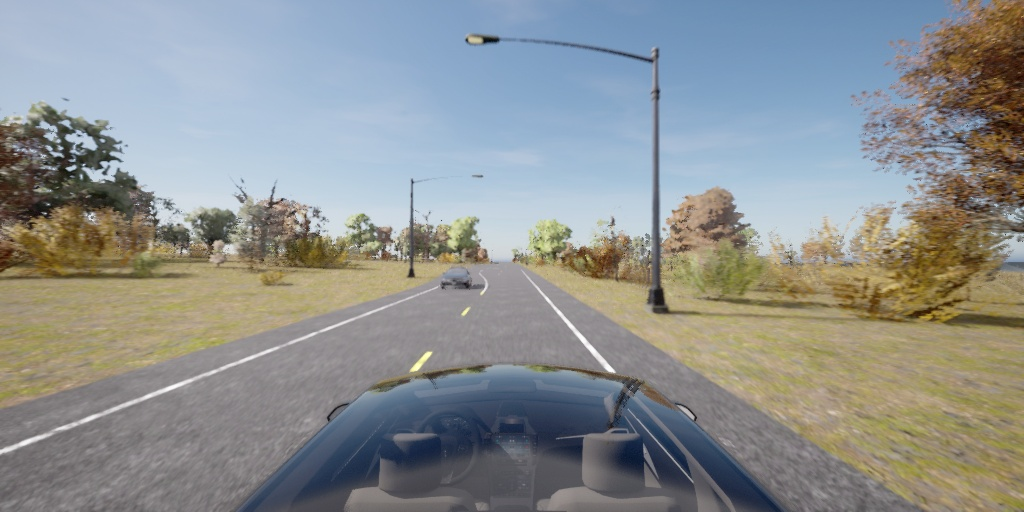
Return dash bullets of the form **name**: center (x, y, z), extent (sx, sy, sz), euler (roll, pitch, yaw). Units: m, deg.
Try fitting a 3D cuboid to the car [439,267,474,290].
- **car**: center (-3.775, 1.488, 25.013), extent (1.812, 1.442, 4.674), euler (0, -1, -2)
